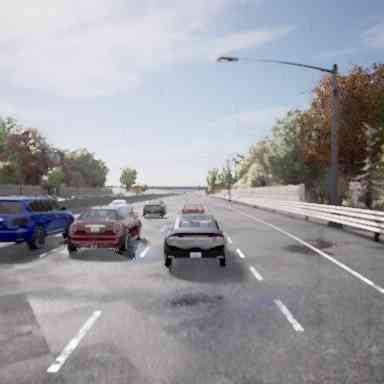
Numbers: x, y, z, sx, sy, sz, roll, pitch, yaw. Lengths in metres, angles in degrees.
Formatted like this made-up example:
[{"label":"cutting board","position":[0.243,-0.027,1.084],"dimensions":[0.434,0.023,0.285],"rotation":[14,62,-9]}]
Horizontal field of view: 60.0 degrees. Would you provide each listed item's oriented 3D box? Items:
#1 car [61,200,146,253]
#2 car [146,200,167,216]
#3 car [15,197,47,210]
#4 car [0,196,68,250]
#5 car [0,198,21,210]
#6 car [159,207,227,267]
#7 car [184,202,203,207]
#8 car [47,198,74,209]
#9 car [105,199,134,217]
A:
[{"label":"car","position":[-3.397,1.329,13.783],"dimensions":[2.097,1.767,4.553],"rotation":[0,0,0]},{"label":"car","position":[-3.394,1.450,30.998],"dimensions":[2.128,1.511,4.902],"rotation":[0,0,0]},{"label":"car","position":[-21.070,1.427,43.776],"dimensions":[1.882,1.535,5.008],"rotation":[0,0,0]},{"label":"car","position":[-6.897,1.198,14.275],"dimensions":[2.150,2.045,5.566],"rotation":[0,0,0]},{"label":"car","position":[-24.572,1.550,43.678],"dimensions":[1.895,1.301,4.718],"rotation":[0,0,0]},{"label":"car","position":[0.102,1.472,11.369],"dimensions":[2.128,1.511,4.902],"rotation":[0,0,0]},{"label":"car","position":[0.106,1.561,29.517],"dimensions":[1.895,1.301,4.718],"rotation":[0,0,0]},{"label":"car","position":[-17.571,1.514,44.745],"dimensions":[1.994,1.385,4.181],"rotation":[0,0,0]},{"label":"car","position":[-6.895,1.483,32.071],"dimensions":[1.812,1.442,4.674],"rotation":[0,0,0]}]
